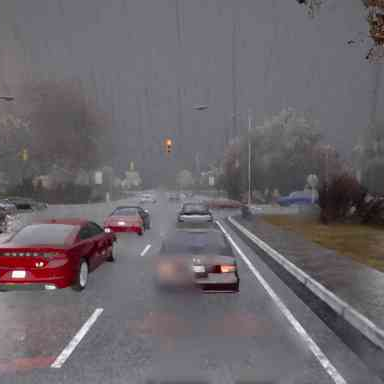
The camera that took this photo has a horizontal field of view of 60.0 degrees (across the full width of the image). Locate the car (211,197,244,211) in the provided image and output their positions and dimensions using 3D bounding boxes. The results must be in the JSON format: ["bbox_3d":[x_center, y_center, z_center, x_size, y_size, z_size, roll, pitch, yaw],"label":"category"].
[{"bbox_3d":[3.367,1.267,35.394,4.674,1.442,1.812,0,1,-3],"label":"car"}]

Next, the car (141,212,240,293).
[{"bbox_3d":[0.104,1.515,8.919,2.033,1.411,5.357,0,0,0],"label":"car"}]

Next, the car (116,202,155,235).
[{"bbox_3d":[-3.390,1.458,17.980,1.994,1.385,4.181,0,1,0],"label":"car"}]

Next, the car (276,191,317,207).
[{"bbox_3d":[13.785,0.895,43.189,5.566,2.045,2.150,0,1,-4],"label":"car"}]

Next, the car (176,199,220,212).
[{"bbox_3d":[0.138,1.380,18.611,2.128,1.511,4.902,0,0,-1],"label":"car"}]

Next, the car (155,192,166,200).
[{"bbox_3d":[-7.086,0.871,75.797,2.128,1.511,4.902,0,1,-1],"label":"car"}]

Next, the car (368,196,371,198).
[{"bbox_3d":[24.086,1.216,43.767,5.357,1.411,2.033,0,1,-3],"label":"car"}]

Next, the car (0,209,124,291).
[{"bbox_3d":[-3.393,1.445,8.993,1.882,1.535,5.008,0,0,0],"label":"car"}]

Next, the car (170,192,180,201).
[{"bbox_3d":[-3.393,0.960,65.550,2.128,1.511,4.902,0,1,0],"label":"car"}]

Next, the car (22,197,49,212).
[{"bbox_3d":[-17.405,1.244,34.231,4.902,1.511,2.128,0,1,-3],"label":"car"}]

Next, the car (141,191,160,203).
[{"bbox_3d":[-7.066,0.790,55.237,2.150,2.045,5.566,0,1,0],"label":"car"}]

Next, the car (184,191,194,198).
[{"bbox_3d":[-0.449,0.714,86.177,2.128,1.511,4.902,0,1,-4],"label":"car"}]

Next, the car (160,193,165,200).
[{"bbox_3d":[-7.021,0.962,65.409,2.128,1.511,4.902,0,1,0],"label":"car"}]

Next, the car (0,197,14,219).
[{"bbox_3d":[-10.545,1.270,15.173,2.097,1.767,4.553,0,1,0],"label":"car"}]

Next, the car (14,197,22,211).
[{"bbox_3d":[-18.693,1.309,30.652,4.674,1.442,1.812,0,0,-3],"label":"car"}]
